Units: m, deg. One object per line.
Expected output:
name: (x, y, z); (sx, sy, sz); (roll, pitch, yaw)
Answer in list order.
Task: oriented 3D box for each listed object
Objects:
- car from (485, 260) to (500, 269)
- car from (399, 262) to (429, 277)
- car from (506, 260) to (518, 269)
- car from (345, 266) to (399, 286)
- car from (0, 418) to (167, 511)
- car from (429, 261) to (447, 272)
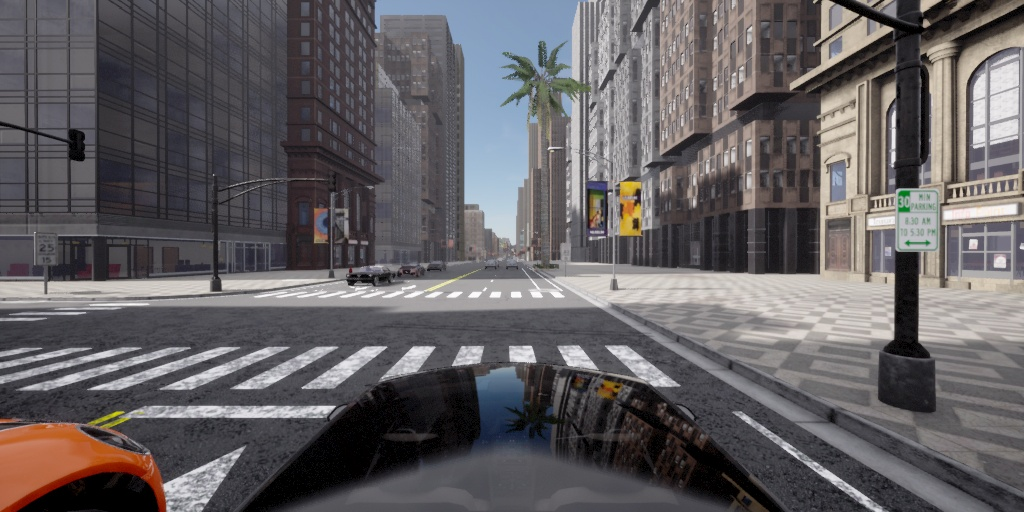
car: (-3.226, 1.335, 55.736); (2.033, 1.411, 5.357); (0, 0, 0)
car: (-9.842, 1.324, 35.298); (1.994, 1.385, 4.181); (0, 0, -1)
car: (0.024, 1.335, 55.734); (2.033, 1.411, 5.357); (0, 0, 0)
car: (-9.840, 1.356, 25.262); (1.895, 1.301, 4.718); (0, 0, 0)
car: (-3.150, 1.102, 0.256); (2.097, 1.767, 4.553); (0, 0, 0)
car: (-9.822, 1.320, 47.313); (2.033, 1.411, 5.357); (0, 0, 0)
